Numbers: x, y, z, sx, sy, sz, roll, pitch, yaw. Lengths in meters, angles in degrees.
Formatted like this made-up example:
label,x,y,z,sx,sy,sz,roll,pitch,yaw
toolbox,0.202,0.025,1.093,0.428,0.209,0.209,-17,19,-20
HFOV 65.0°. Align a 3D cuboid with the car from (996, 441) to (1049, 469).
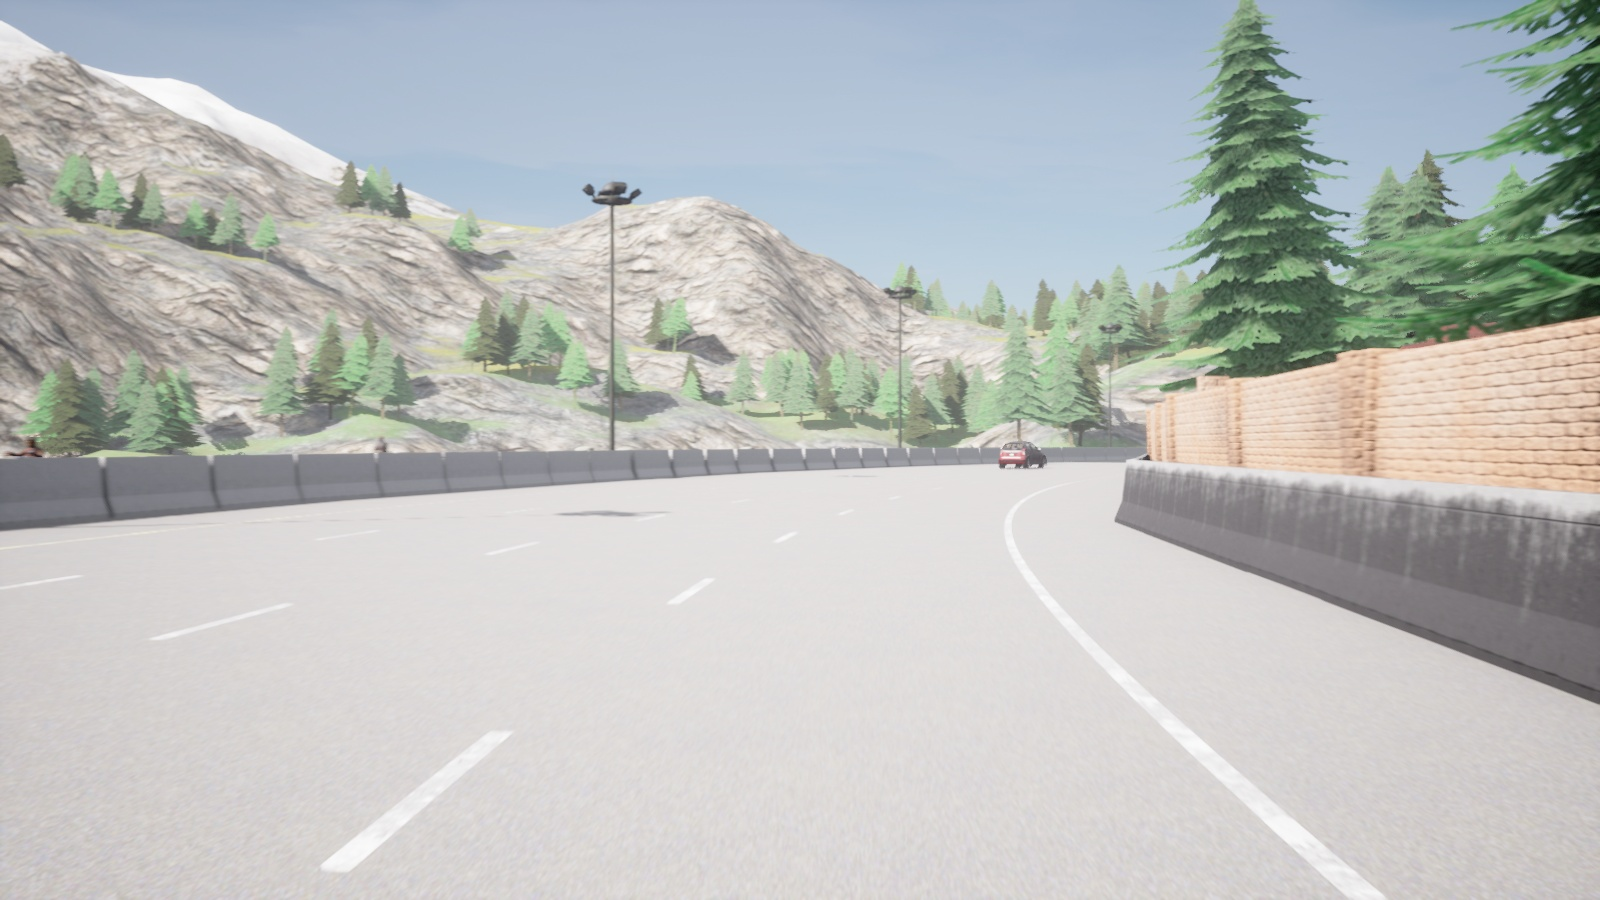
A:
label,x,y,z,sx,sy,sz,roll,pitch,yaw
car,13.226,0.275,74.634,1.851,1.617,3.988,0,0,30
